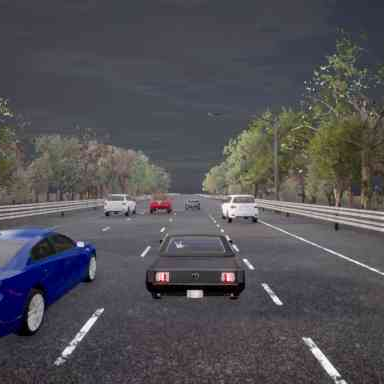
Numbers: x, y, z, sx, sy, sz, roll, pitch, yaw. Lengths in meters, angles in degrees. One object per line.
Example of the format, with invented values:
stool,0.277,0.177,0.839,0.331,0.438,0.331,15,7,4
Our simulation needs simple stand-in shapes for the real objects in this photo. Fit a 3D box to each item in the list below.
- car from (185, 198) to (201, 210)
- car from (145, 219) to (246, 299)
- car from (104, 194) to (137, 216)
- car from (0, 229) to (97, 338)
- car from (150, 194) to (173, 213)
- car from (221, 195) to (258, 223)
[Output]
car,0.112,1.525,42.938,2.128,1.511,4.902,0,0,0
car,0.099,1.601,8.380,1.895,1.301,4.718,0,0,1
car,-6.902,1.243,32.483,2.150,2.045,5.566,0,0,1
car,-3.397,1.477,6.687,1.882,1.535,5.008,0,0,0
car,-3.386,1.248,37.037,2.150,2.045,5.566,0,0,0
car,3.626,1.236,25.947,2.150,2.045,5.566,0,0,-2
